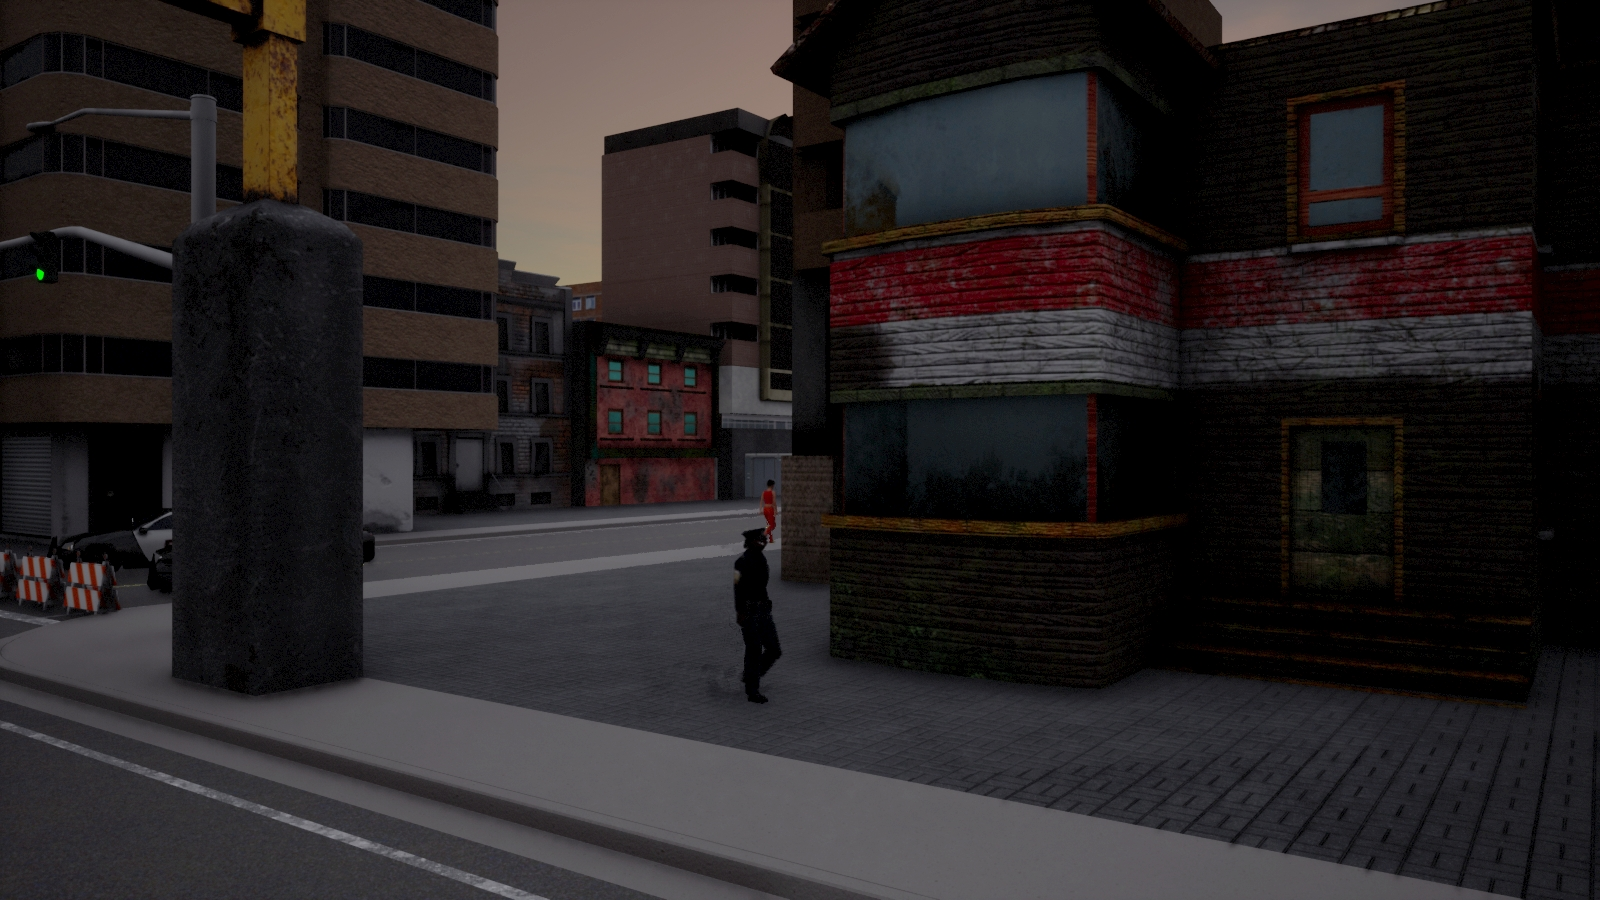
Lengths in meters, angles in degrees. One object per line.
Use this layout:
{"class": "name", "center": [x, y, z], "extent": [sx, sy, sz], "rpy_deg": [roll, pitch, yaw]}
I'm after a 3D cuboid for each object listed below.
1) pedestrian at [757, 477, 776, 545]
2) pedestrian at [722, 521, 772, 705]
{"class": "pedestrian", "center": [-0.915, 1.690, 31.634], "extent": [0.375, 1.860, 0.375], "rpy_deg": [0, 0, 34]}
{"class": "pedestrian", "center": [-0.560, 1.698, 12.030], "extent": [0.375, 1.860, 0.375], "rpy_deg": [0, 0, 35]}
